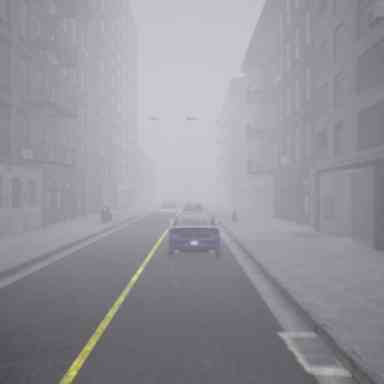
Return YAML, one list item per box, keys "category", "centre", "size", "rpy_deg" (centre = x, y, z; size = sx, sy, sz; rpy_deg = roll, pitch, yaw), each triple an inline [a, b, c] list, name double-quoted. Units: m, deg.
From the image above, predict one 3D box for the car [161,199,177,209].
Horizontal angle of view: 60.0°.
- category: "car"
  centre: [-3.071, 1.649, 45.534]
  size: [1.994, 1.385, 4.181]
  rpy_deg: [0, 0, 0]

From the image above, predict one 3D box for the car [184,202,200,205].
- category: "car"
  centre: [0.098, 1.621, 30.303]
  size: [1.994, 1.385, 4.181]
  rpy_deg: [0, 0, 0]

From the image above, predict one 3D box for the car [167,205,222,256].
- category: "car"
  centre: [0.086, 1.503, 13.241]
  size: [1.882, 1.535, 5.008]
  rpy_deg: [0, 0, 0]
